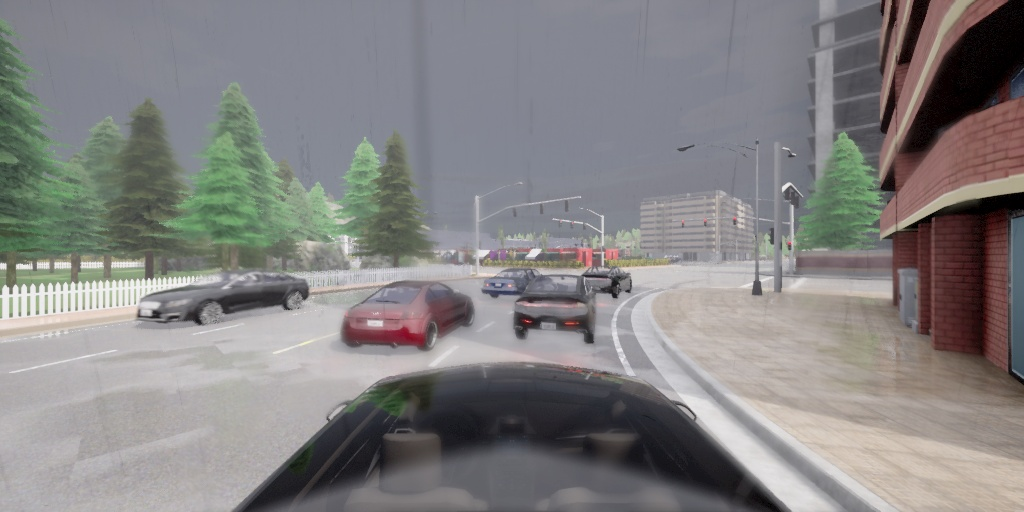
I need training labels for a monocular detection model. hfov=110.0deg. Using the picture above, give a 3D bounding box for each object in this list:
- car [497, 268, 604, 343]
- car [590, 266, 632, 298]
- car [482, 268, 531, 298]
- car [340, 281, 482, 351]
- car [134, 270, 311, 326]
[{"bbox_3d":[1.349,1.242,9.787,2.128,1.511,4.902,0,0,14],"label":"car"},{"bbox_3d":[4.846,1.236,18.346,2.128,1.511,4.902,1,1,29],"label":"car"},{"bbox_3d":[0.473,1.297,17.834,2.033,1.411,5.357,0,0,25],"label":"car"},{"bbox_3d":[-2.361,1.314,9.117,1.994,1.385,4.181,0,0,10],"label":"car"},{"bbox_3d":[-9.101,1.241,11.878,2.128,1.511,4.902,0,0,14],"label":"car"}]
